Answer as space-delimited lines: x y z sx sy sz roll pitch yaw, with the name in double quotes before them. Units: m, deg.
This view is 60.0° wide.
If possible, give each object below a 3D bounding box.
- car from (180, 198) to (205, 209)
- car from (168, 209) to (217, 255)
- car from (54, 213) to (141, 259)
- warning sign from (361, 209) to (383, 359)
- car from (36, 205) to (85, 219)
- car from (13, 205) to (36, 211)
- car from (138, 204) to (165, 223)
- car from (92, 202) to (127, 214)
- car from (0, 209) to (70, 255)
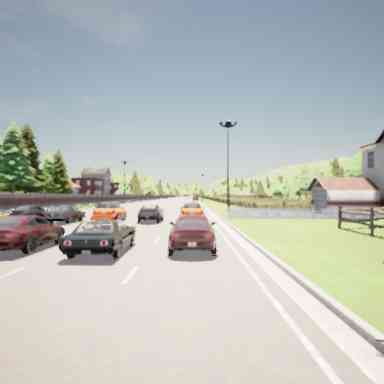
"car" 0.027 1.663 28.407 2.097 1.767 4.553 0 -1 0
"car" 0.027 1.679 13.876 1.812 1.442 4.674 0 0 1
"car" -3.481 1.748 13.234 1.895 1.301 4.718 0 -1 0
"warning sign" 3.052 1.163 4.198 1.300 1.860 1.060 0 -1 0
"car" -10.481 1.851 27.521 2.033 1.411 5.357 0 -1 0
"car" -13.969 1.843 28.886 1.812 1.442 4.674 0 0 1
"car" -3.473 1.806 28.482 2.128 1.511 4.902 0 0 0
"car" -6.973 1.663 28.409 2.097 1.767 4.553 0 -1 0
"car" -6.973 1.679 13.878 1.812 1.442 4.674 0 0 1
